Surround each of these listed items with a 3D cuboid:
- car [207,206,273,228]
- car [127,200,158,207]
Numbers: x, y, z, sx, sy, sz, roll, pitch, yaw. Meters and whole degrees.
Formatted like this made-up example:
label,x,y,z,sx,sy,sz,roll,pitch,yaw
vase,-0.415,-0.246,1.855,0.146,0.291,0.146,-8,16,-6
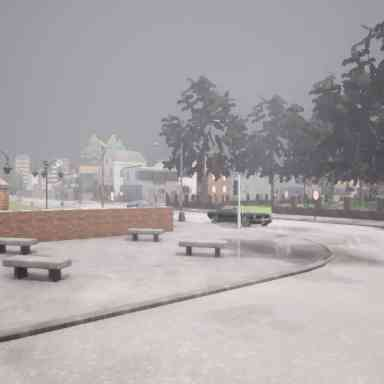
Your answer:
label,x,y,z,sx,sy,sz,roll,pitch,yaw
car,3.158,1.608,22.463,1.895,1.301,4.718,0,0,-35
car,-5.139,1.533,34.171,1.812,1.442,4.674,0,0,-36
